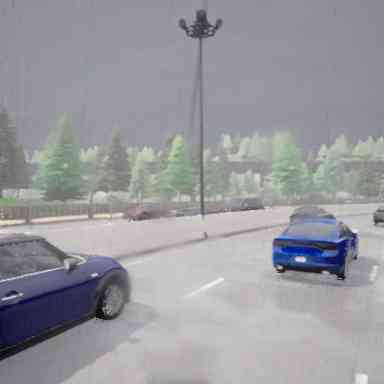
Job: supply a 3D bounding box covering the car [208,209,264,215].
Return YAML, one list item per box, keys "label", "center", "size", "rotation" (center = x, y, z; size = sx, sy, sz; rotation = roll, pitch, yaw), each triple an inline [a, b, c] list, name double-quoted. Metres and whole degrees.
- label: "car"
  center: [4.165, 1.540, 28.773]
  size: [2.150, 2.045, 5.566]
  rotation: [-1, -1, 41]

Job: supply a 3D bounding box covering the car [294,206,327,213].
- label: "car"
  center: [8.056, 1.722, 22.153]
  size: [1.837, 1.490, 4.892]
  rotation: [-1, -1, 38]

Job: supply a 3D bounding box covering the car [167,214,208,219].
- label: "car"
  center: [0.220, 1.915, 29.406]
  size: [1.994, 1.385, 4.181]
  rotation: [-1, -1, 40]

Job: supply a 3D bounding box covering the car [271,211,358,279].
- label: "car"
  center: [4.072, 1.580, 10.597]
  size: [1.882, 1.535, 5.008]
  rotation: [-1, -1, 32]

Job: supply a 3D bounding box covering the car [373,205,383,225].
- label: "car"
  center: [15.028, 1.695, 24.824]
  size: [2.128, 1.511, 4.902]
  rotation: [-1, -1, 43]

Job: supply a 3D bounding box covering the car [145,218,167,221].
- label: "car"
  center: [-3.951, 1.735, 29.808]
  size: [2.097, 1.767, 4.553]
  rotation: [-1, -1, 39]

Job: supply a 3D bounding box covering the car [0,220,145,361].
- label: "car"
  center: [-2.961, 1.435, 5.218]
  size: [2.097, 1.767, 4.553]
  rotation: [-1, -1, 26]
